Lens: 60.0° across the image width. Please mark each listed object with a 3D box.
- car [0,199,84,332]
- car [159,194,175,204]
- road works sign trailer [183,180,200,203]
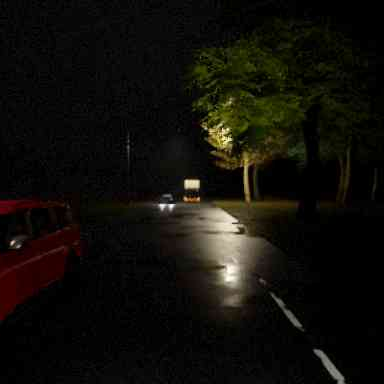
[{"bbox_3d":[-3.598,1.182,5.617,2.150,2.045,5.566,0,0,0],"label":"car"},{"bbox_3d":[-3.568,1.046,48.364,1.994,1.385,4.181,0,1,0],"label":"car"},{"bbox_3d":[0.012,-0.138,52.207,2.380,3.560,2.880,0,1,0],"label":"road works sign trailer"}]
